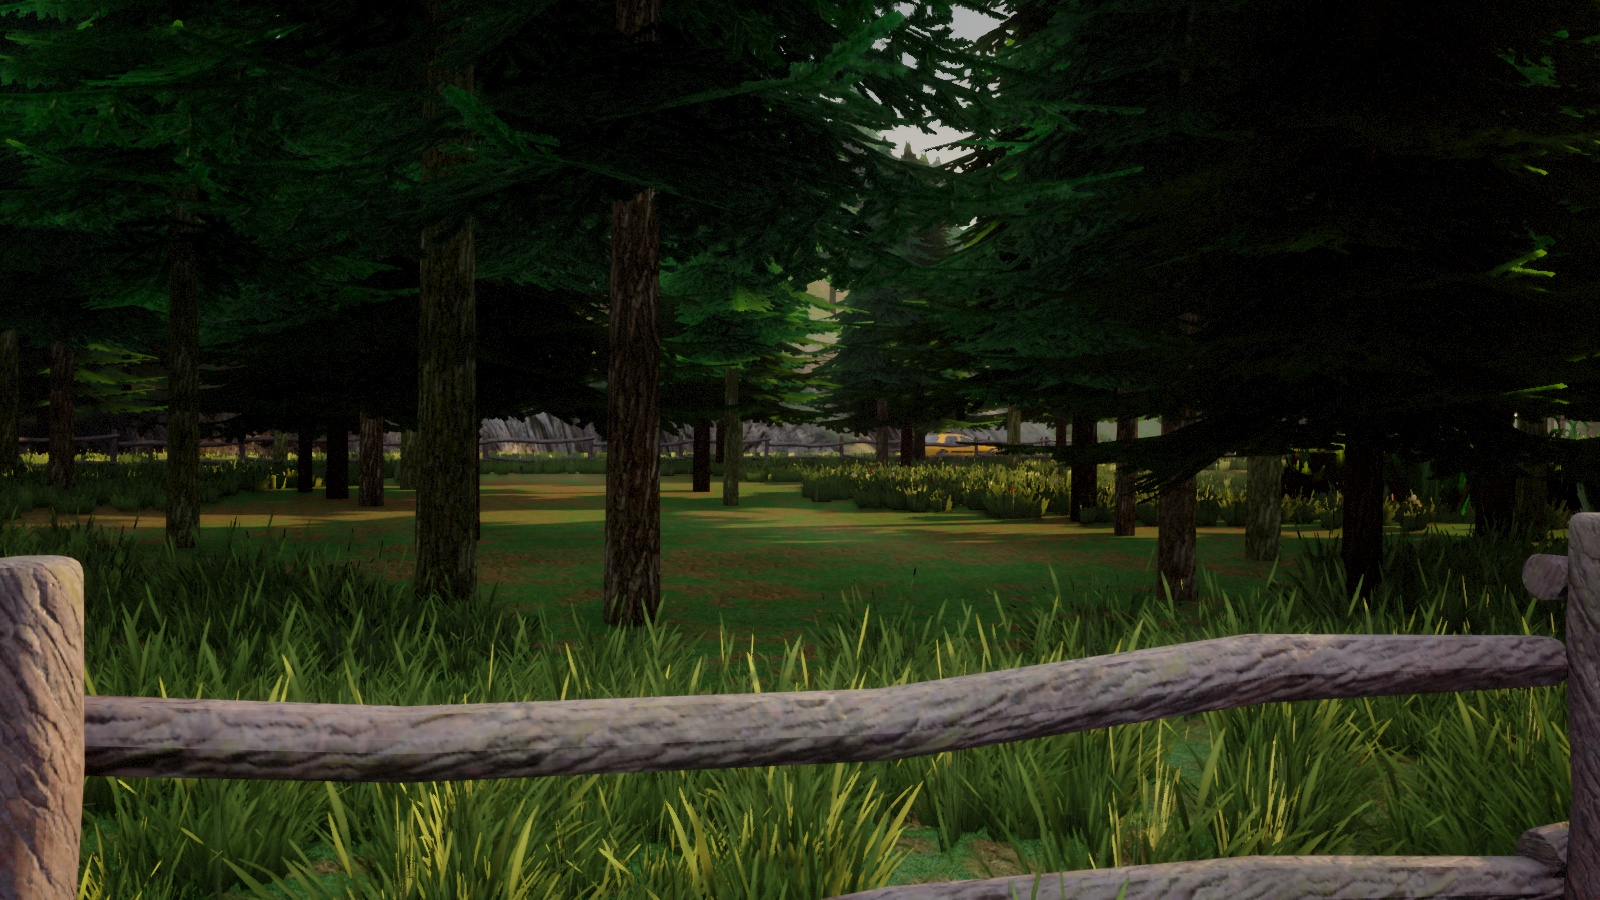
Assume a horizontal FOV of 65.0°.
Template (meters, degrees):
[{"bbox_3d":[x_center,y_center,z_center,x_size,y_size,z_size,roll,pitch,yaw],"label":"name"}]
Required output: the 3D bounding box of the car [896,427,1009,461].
[{"bbox_3d":[7.398,-0.305,60.805,5.366,1.575,1.801,-1,1,-29],"label":"car"}]
